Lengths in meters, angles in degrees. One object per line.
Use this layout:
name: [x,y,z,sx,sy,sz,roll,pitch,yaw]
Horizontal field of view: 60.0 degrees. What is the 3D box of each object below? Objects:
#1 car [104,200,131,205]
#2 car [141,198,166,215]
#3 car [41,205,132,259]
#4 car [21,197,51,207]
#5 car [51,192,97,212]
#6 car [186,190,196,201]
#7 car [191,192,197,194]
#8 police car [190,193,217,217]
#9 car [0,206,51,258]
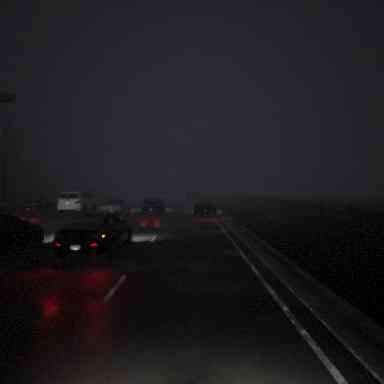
car: [-6.905,1.355,30.509,1.895,1.301,4.718,0,0,0]
car: [-3.406,1.248,30.140,2.128,1.511,4.902,0,0,0]
car: [-3.402,1.428,12.000,1.812,1.442,4.674,0,0,0]
car: [-13.905,1.243,30.671,2.128,1.511,4.902,0,0,0]
car: [-10.406,0.976,30.419,2.150,2.045,5.566,0,0,0]
car: [-0.011,0.709,63.856,2.150,2.045,5.566,0,0,0]
car: [1.043,1.146,38.416,1.801,1.575,5.366,0,0,0]
police car: [1.045,1.197,28.336,1.930,1.638,5.238,0,0,0]
car: [-6.902,1.432,11.516,1.812,1.442,4.674,0,0,0]
